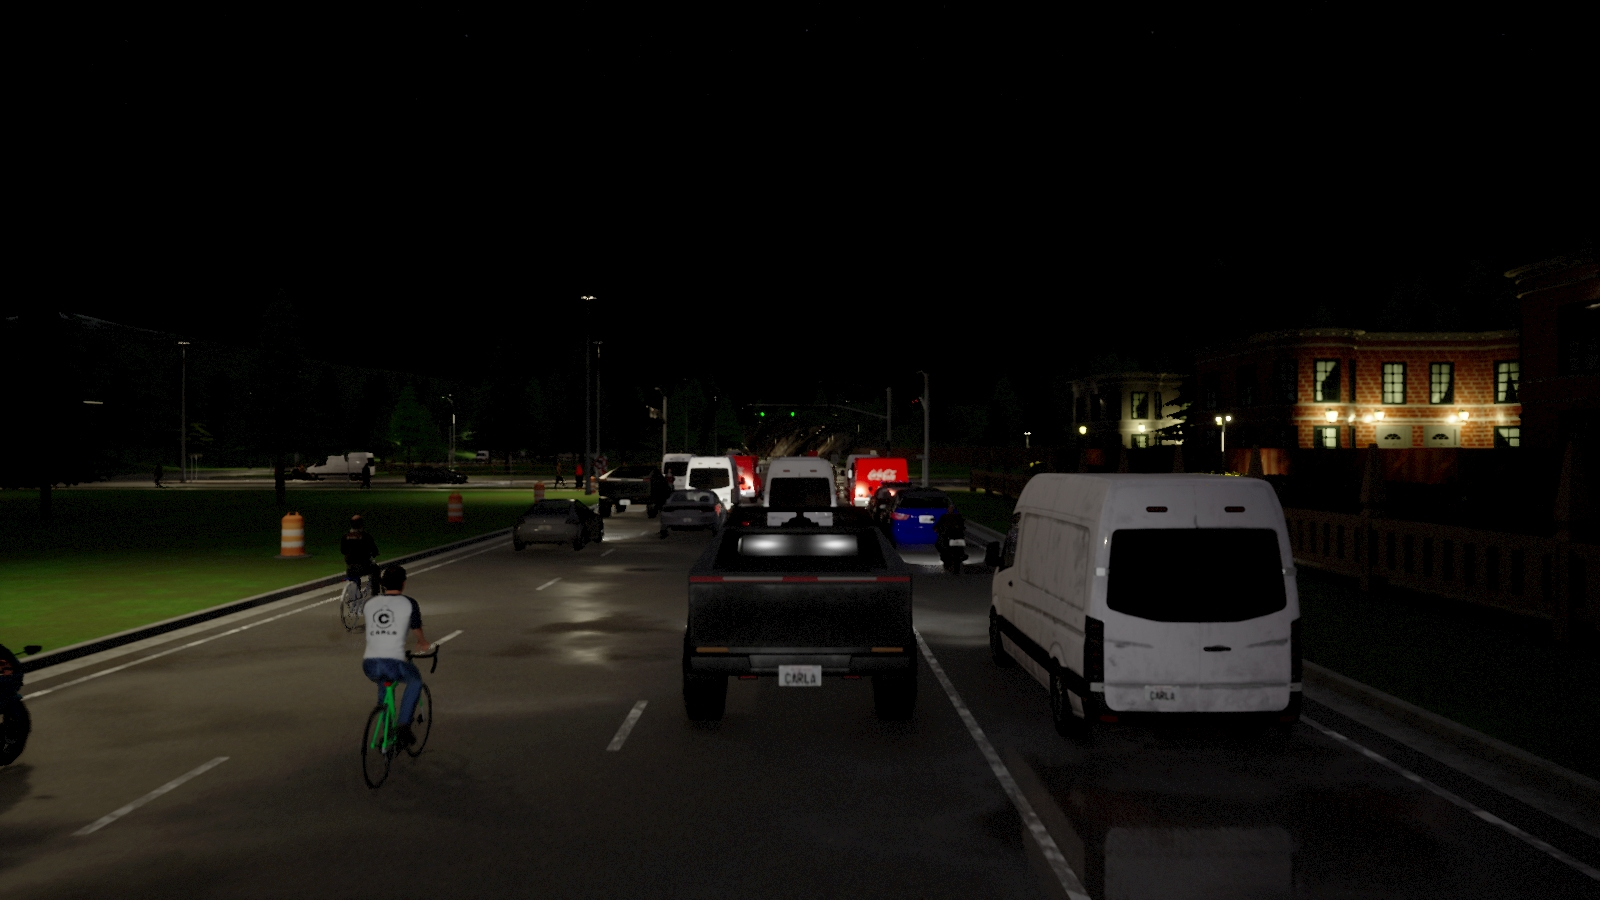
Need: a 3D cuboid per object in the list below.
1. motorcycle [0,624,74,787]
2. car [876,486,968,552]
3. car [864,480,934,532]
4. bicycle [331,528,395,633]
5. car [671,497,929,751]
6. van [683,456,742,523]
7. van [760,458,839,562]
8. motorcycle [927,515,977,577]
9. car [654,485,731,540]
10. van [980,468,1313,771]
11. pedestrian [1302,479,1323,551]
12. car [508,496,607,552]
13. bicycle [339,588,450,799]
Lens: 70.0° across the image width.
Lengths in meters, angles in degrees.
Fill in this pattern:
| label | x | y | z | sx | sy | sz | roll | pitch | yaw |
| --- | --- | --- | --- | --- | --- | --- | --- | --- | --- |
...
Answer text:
| label | x | y | z | sx | sy | sz | roll | pitch | yaw |
| --- | --- | --- | --- | --- | --- | --- | --- | --- | --- |
| motorcycle | -7.000 | 2.183 | 9.371 | 0.803 | 1.199 | 2.033 | 0 | 0 | 0 |
| car | 3.500 | 1.959 | 33.650 | 2.242 | 1.667 | 4.611 | 0 | 0 | 0 |
| car | 3.501 | 1.972 | 41.516 | 2.097 | 1.638 | 5.238 | 0 | 0 | 0 |
| bicycle | -7.004 | 2.055 | 18.390 | 0.329 | 1.471 | 1.835 | 0 | 1 | 0 |
| car | 0.001 | 1.750 | 13.749 | 2.390 | 2.098 | 6.274 | 0 | 0 | 0 |
| van | -3.504 | 1.523 | 46.863 | 1.988 | 2.561 | 5.915 | 0 | 0 | 0 |
| van | -0.003 | 1.527 | 31.722 | 1.988 | 2.561 | 5.915 | 0 | 0 | 0 |
| motorcycle | 3.501 | 2.198 | 26.498 | 0.867 | 1.251 | 2.209 | 0 | 0 | 0 |
| car | -3.494 | 2.025 | 37.994 | 2.097 | 1.535 | 5.006 | 0 | 0 | 0 |
| van | 3.497 | 1.531 | 12.951 | 1.988 | 2.561 | 5.915 | 0 | 0 | 0 |
| pedestrian | 13.378 | 1.689 | 29.843 | 0.375 | 1.860 | 0.375 | 0 | 0 | 1 |
| car | -6.999 | 2.109 | 33.372 | 1.994 | 1.385 | 4.181 | 0 | 0 | 0 |
| bicycle | -3.499 | 2.053 | 9.972 | 0.373 | 1.496 | 1.643 | 0 | 0 | 0 |
